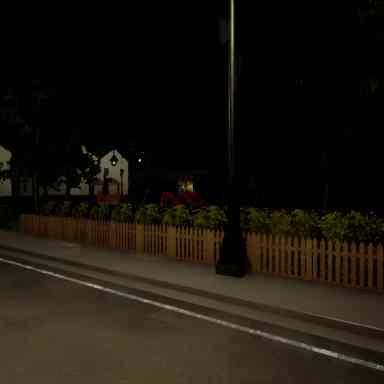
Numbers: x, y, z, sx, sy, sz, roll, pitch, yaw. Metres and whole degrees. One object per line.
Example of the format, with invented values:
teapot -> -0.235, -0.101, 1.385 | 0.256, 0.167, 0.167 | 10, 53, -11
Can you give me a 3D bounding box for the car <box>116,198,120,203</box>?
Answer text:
car -> -13.033, 1.492, 66.742 | 2.128, 1.511, 4.902 | 0, 0, 38
